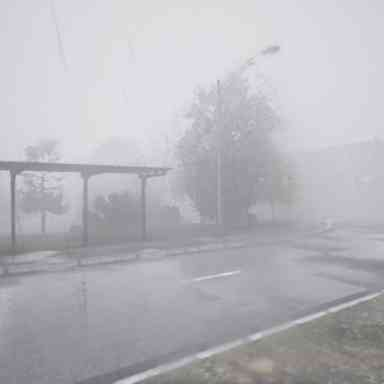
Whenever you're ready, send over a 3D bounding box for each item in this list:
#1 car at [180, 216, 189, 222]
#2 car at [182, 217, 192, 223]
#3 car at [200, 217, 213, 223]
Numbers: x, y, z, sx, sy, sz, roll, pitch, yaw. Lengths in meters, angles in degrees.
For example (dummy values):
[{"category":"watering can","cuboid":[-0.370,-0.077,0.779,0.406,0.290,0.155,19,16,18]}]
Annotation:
[{"category":"car","cuboid":[-1.940,7.023,86.215,1.882,1.535,5.008,0,-5,4]},{"category":"car","cuboid":[-1.237,5.990,70.998,1.882,1.535,5.008,0,-5,-12]},{"category":"car","cuboid":[3.268,4.244,55.918,2.150,2.045,5.566,-1,-5,-23]}]
